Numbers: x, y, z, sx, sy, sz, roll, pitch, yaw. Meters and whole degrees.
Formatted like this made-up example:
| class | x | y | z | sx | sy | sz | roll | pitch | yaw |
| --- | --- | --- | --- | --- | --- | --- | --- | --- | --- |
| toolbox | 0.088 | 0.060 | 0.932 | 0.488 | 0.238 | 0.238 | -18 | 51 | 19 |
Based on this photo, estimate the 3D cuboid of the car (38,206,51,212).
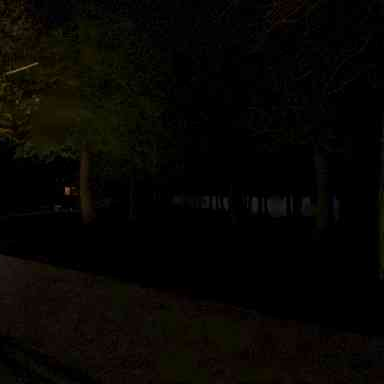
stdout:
| class | x | y | z | sx | sy | sz | roll | pitch | yaw |
| --- | --- | --- | --- | --- | --- | --- | --- | --- | --- |
| car | -38.182 | 4.315 | 86.087 | 1.837 | 1.490 | 4.892 | 0 | -2 | -9 |

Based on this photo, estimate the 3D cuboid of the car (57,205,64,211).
| class | x | y | z | sx | sy | sz | roll | pitch | yaw |
| --- | --- | --- | --- | --- | --- | --- | --- | --- | --- |
| car | -35.123 | 4.238 | 87.498 | 2.128 | 1.511 | 4.902 | 0 | -2 | -9 |

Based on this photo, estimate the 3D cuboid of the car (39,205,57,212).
| class | x | y | z | sx | sy | sz | roll | pitch | yaw |
| --- | --- | --- | --- | --- | --- | --- | --- | --- | --- |
| car | -33.409 | 3.886 | 77.215 | 1.837 | 1.490 | 4.892 | 0 | -2 | -9 |
